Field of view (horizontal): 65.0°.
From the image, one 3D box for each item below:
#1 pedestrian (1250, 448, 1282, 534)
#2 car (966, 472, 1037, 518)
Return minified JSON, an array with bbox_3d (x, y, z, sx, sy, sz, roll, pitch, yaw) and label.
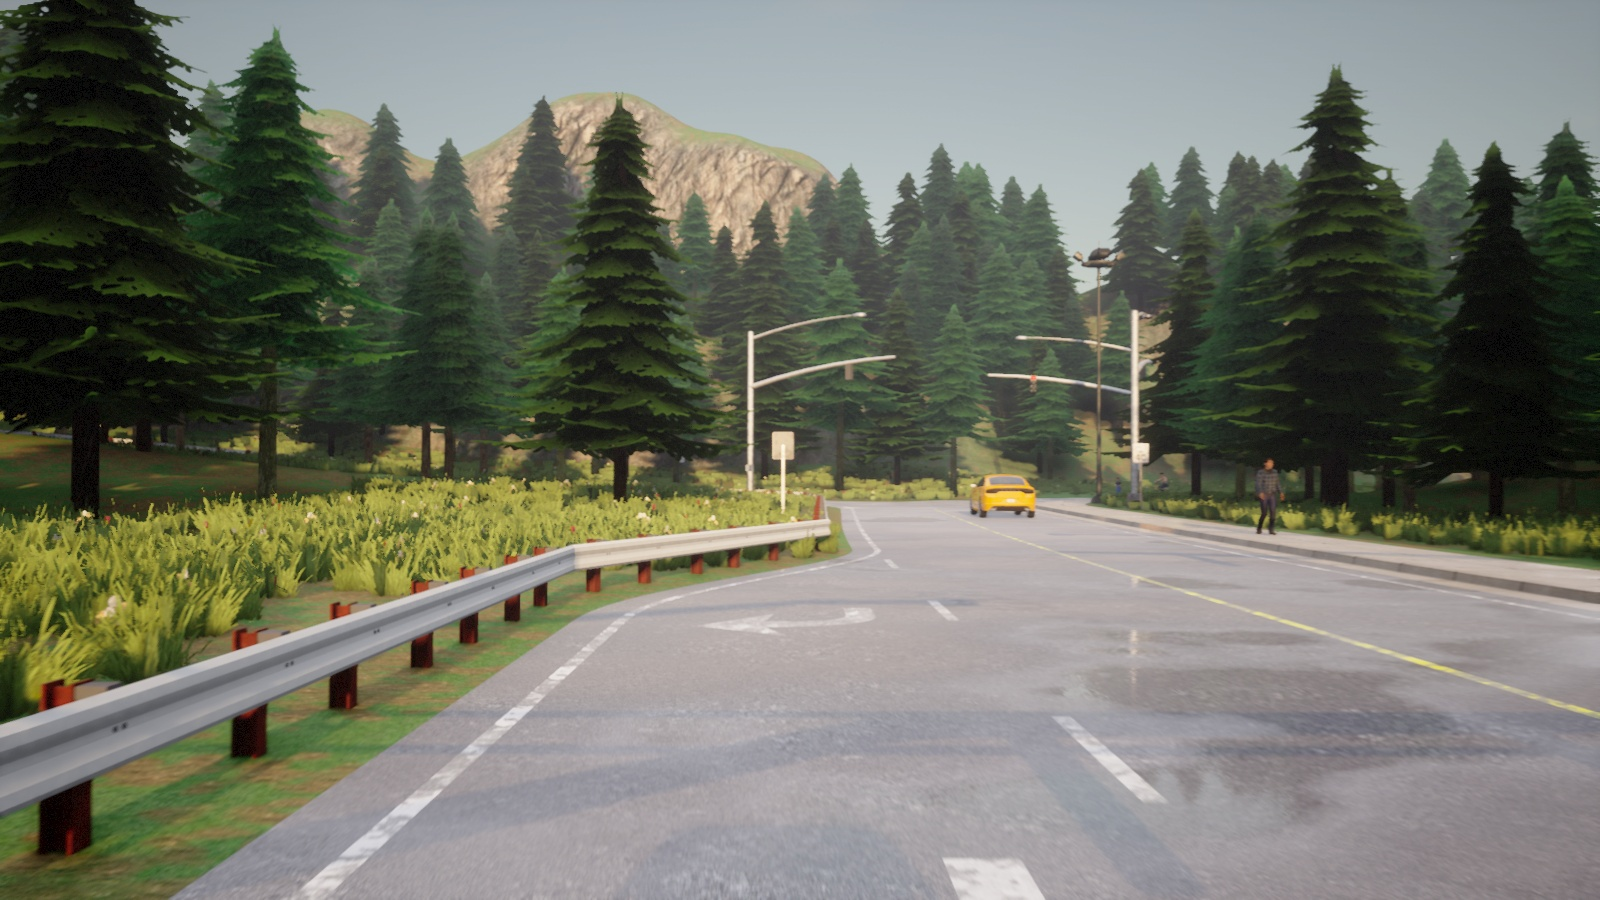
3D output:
[{"bbox_3d":[10.727,0.944,28.909,0.423,1.949,0.788,0,-1,1],"label":"pedestrian"},{"bbox_3d":[7.189,1.571,45.195,1.882,1.535,5.008,0,-1,2],"label":"car"}]
